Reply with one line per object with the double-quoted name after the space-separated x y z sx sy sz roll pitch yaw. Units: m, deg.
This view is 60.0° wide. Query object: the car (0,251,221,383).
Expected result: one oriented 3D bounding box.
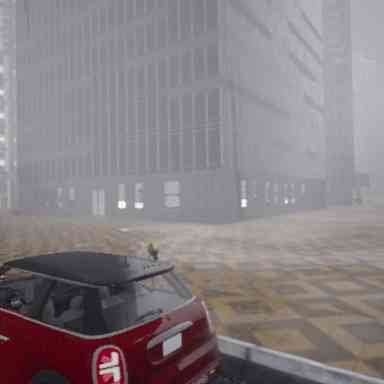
-1.763 1.500 4.296 4.097 1.590 1.967 -1 -1 36 "car"
